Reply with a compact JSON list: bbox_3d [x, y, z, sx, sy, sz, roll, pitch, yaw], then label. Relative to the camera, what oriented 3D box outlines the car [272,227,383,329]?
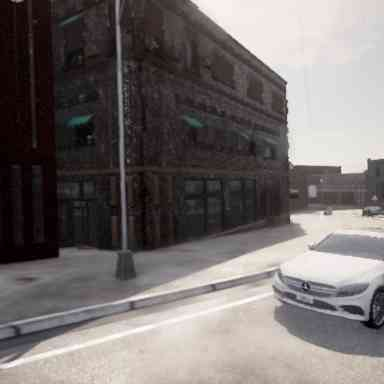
[{"bbox_3d":[3.670,1.528,7.114,4.674,1.442,1.812,0,0,-40],"label":"car"}]

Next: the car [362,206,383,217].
[{"bbox_3d":[23.810,2.554,43.591,1.812,1.442,4.674,-1,-3,8],"label":"car"}]
